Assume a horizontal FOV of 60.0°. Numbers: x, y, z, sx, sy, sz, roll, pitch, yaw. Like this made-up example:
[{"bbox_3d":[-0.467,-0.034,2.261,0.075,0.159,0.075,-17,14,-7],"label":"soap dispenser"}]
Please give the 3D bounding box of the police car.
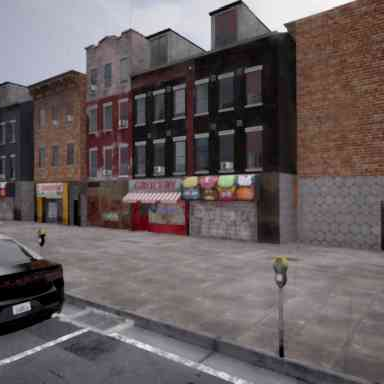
[{"bbox_3d":[-4.490,1.426,6.185,5.238,1.638,1.930,0,0,36],"label":"police car"}]
